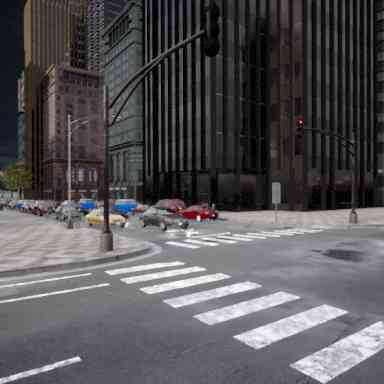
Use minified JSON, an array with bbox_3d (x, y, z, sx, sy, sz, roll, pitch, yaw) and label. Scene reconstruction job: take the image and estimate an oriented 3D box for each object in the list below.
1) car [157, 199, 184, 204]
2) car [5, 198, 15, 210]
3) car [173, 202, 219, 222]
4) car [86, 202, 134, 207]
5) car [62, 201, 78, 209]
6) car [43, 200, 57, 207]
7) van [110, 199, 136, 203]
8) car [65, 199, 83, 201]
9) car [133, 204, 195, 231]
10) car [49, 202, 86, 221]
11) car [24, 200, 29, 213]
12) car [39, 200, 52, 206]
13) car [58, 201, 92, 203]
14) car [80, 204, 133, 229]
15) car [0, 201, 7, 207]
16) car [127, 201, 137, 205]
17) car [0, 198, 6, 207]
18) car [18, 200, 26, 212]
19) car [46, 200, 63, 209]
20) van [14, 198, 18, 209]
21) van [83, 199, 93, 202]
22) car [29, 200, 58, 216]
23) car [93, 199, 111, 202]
[{"bbox_3d":[-2.472,1.668,33.567,2.192,1.841,5.009,-1,0,-36],"label":"car"},{"bbox_3d":[-32.110,2.354,60.419,1.967,1.590,4.097,-1,0,-36],"label":"car"},{"bbox_3d":[0.483,1.828,29.422,1.887,1.381,4.507,-1,0,-36],"label":"car"},{"bbox_3d":[-7.738,1.937,30.862,2.033,1.411,5.357,0,-1,-36],"label":"car"},{"bbox_3d":[-22.858,2.407,62.134,1.802,1.307,4.206,-1,0,-36],"label":"car"},{"bbox_3d":[-31.921,2.595,74.838,1.947,1.339,4.313,-1,0,-36],"label":"car"},{"bbox_3d":[-8.372,1.832,41.856,1.690,1.788,3.998,-1,0,-36],"label":"van"},{"bbox_3d":[-19.411,2.060,52.729,2.097,1.767,4.553,0,-1,-36],"label":"car"},{"bbox_3d":[-2.059,1.782,22.928,1.812,1.442,4.674,0,-1,-34],"label":"car"},{"bbox_3d":[-12.140,2.004,32.433,2.008,1.369,4.403,-1,0,-36],"label":"car"},{"bbox_3d":[-20.654,2.196,44.365,1.887,1.381,4.507,-1,0,-36],"label":"car"},{"bbox_3d":[-34.944,2.660,79.074,1.947,1.339,4.313,-1,0,-36],"label":"car"},{"bbox_3d":[-13.906,2.081,39.523,2.033,1.411,5.357,0,-1,-35],"label":"car"},{"bbox_3d":[-6.367,1.843,24.340,1.752,1.417,4.829,-1,0,-36],"label":"car"},{"bbox_3d":[-44.599,2.771,77.930,1.802,1.307,4.206,-1,0,-36],"label":"car"},{"bbox_3d":[-5.416,2.004,37.711,1.802,1.307,4.206,-1,0,-36],"label":"car"},{"bbox_3d":[-41.478,2.667,73.553,1.887,1.381,4.507,-1,0,-36],"label":"car"},{"bbox_3d":[-23.493,2.157,48.342,1.967,1.590,4.097,-1,0,-36],"label":"car"},{"bbox_3d":[-25.120,2.316,60.726,1.882,1.535,5.008,0,-1,-35],"label":"car"},{"bbox_3d":[-26.333,2.123,52.320,1.690,1.788,3.998,-1,0,-36],"label":"van"},{"bbox_3d":[-17.220,2.037,54.290,1.690,1.788,3.998,-1,0,-36],"label":"van"},{"bbox_3d":[-17.821,1.901,40.388,2.192,1.841,5.009,-1,0,-36],"label":"car"},{"bbox_3d":[-11.321,1.875,46.001,2.192,1.841,5.009,-1,0,-36],"label":"car"}]
